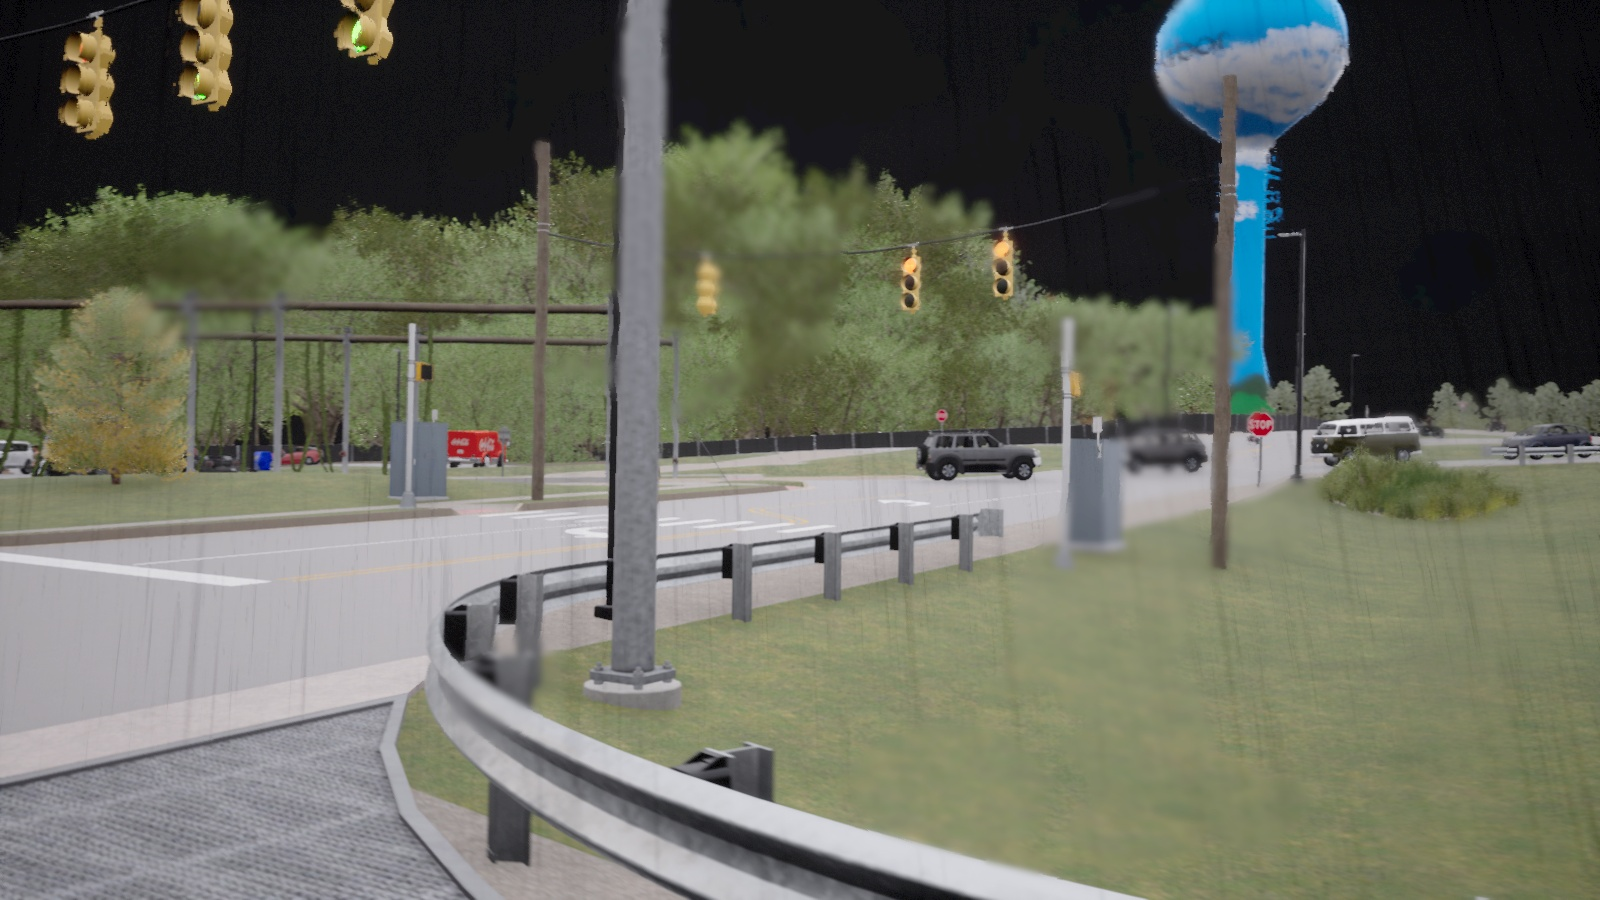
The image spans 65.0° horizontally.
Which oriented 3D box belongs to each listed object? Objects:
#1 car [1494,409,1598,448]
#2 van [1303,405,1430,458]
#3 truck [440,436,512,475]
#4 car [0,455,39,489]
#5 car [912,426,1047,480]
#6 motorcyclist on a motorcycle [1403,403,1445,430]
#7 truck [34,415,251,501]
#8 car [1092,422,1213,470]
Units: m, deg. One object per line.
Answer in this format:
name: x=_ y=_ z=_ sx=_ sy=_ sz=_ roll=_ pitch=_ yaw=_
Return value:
car: x=33.116 y=-0.953 z=55.758 sx=3.705 sy=1.549 sz=1.789 roll=-3 pitch=0 yaw=-13
van: x=24.495 y=-0.783 z=54.408 sx=4.480 sy=2.038 sz=2.069 roll=-3 pitch=0 yaw=-6
truck: x=-21.396 y=0.357 z=83.172 sx=2.627 sy=2.467 sz=5.204 roll=1 pitch=1 yaw=11
car: x=-48.361 y=1.308 z=75.492 sx=2.150 sy=2.045 sz=5.566 roll=1 pitch=-1 yaw=-5
car: x=6.663 y=0.094 z=46.901 sx=4.605 sy=1.855 sz=1.932 roll=-2 pitch=0 yaw=-8
motorcyclist on a motorcycle: x=40.057 y=-2.149 z=80.670 sx=2.350 sy=1.649 sz=0.766 roll=0 pitch=3 yaw=32
truck: x=-28.394 y=0.364 z=54.399 sx=7.936 sy=3.462 sz=2.891 roll=-1 pitch=-1 yaw=5
car: x=14.741 y=-0.202 z=52.576 sx=4.605 sy=1.855 sz=1.932 roll=-2 pitch=2 yaw=-20
